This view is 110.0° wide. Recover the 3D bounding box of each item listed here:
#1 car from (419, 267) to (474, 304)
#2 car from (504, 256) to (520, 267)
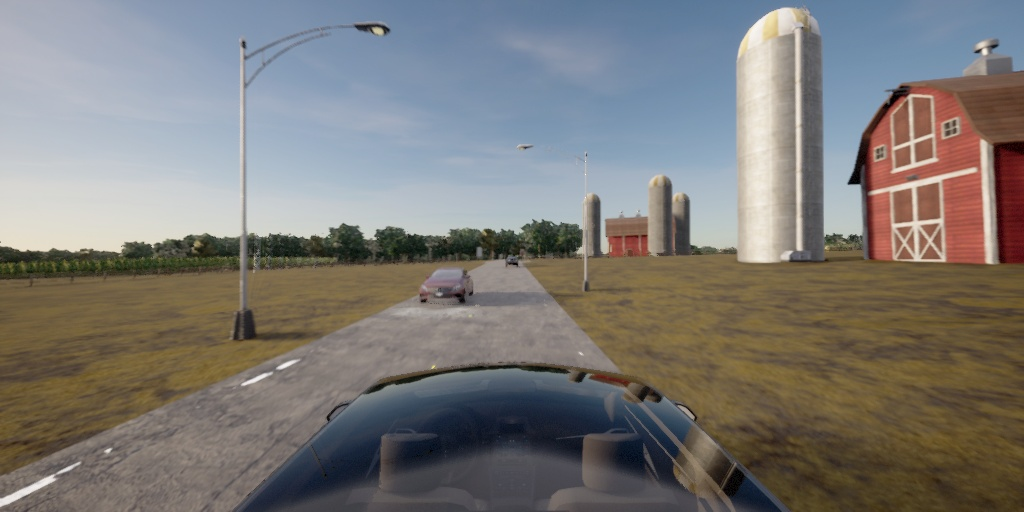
[{"bbox_3d":[-2.802,1.219,16.216,1.812,1.442,4.674,0,0,1],"label":"car"},{"bbox_3d":[0.001,0.800,50.829,1.837,1.490,4.892,0,1,0],"label":"car"}]
